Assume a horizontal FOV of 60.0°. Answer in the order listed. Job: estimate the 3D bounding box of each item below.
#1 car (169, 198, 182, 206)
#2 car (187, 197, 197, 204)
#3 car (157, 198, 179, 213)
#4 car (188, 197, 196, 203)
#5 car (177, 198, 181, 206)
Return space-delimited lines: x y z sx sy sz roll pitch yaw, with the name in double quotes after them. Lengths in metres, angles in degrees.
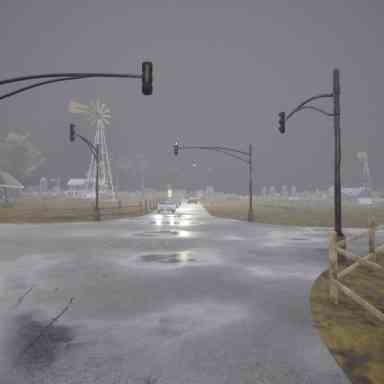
-2.844 1.746 59.146 2.033 1.411 5.357 0 0 0 "car"
0.055 1.789 69.151 1.812 1.442 4.674 0 0 0 "car"
-2.866 1.691 38.199 1.895 1.301 4.718 0 0 0 "car"
-0.043 1.861 79.163 1.812 1.442 4.674 0 0 0 "car"
-2.861 1.644 48.582 1.837 1.490 4.892 0 0 0 "car"
